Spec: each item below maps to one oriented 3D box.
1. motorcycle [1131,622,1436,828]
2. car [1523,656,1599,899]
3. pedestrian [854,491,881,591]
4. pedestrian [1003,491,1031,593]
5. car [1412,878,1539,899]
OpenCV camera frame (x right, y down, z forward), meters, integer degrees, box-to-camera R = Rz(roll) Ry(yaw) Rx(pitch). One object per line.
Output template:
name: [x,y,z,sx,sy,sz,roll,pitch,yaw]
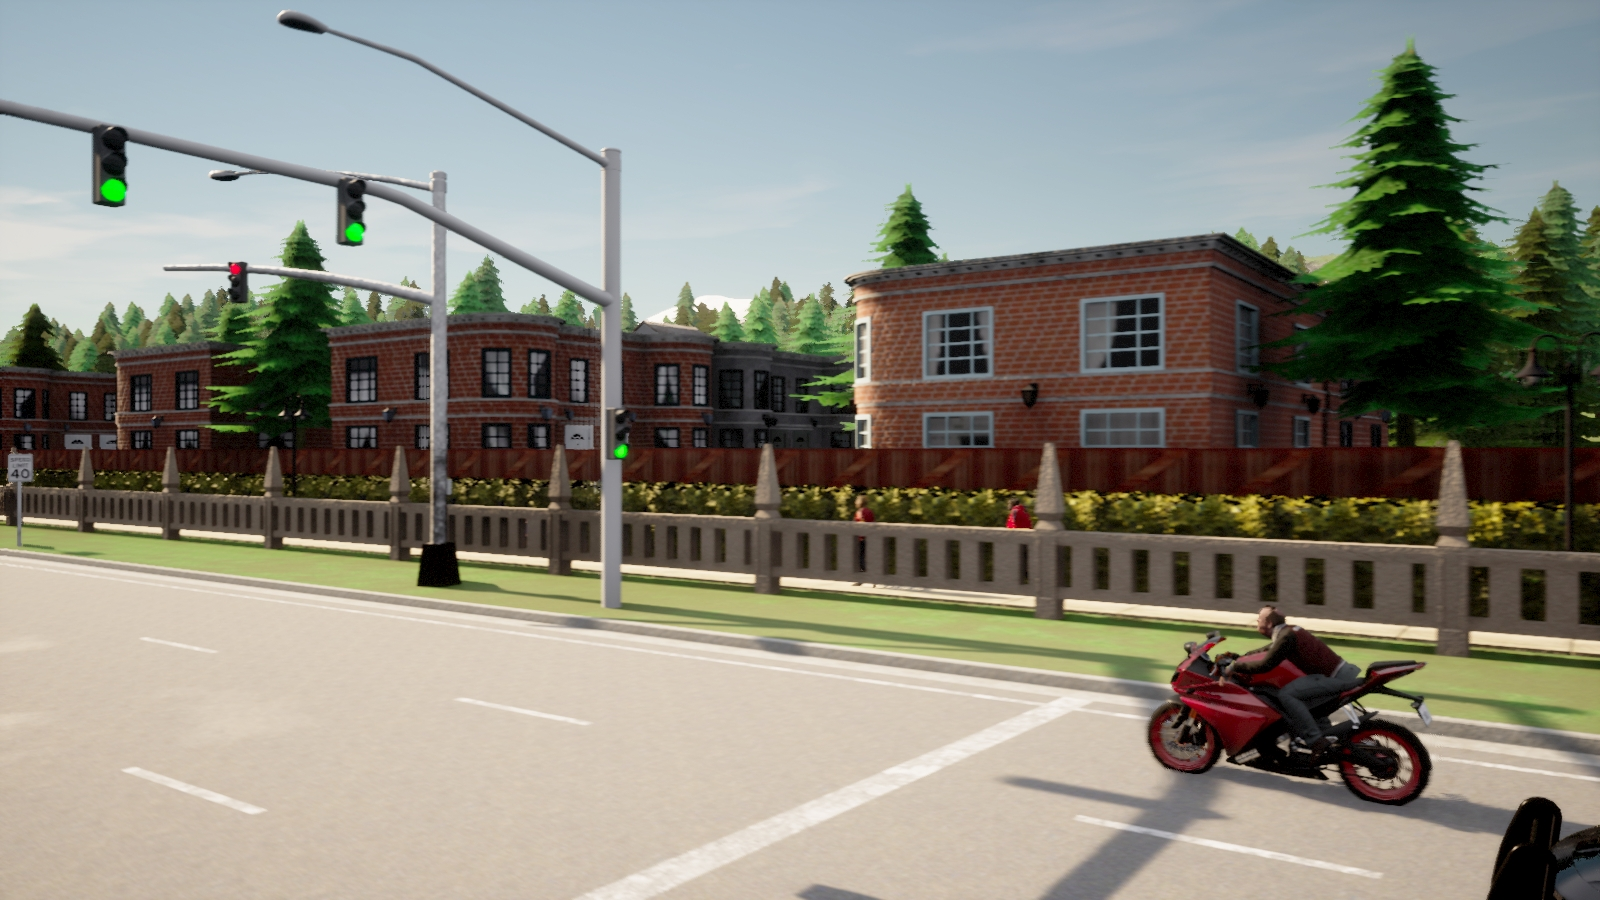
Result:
motorcycle: [3.995,2.207,9.534,2.209,1.251,0.867,0,0,35]
car: [5.717,1.982,4.054,5.238,1.638,2.097,0,0,35]
pedestrian: [1.288,1.709,21.701,0.375,1.860,0.375,0,0,35]
pedestrian: [4.046,1.707,21.313,0.375,1.860,0.375,0,0,37]
car: [3.124,2.065,1.598,4.193,1.474,1.816,0,0,35]
